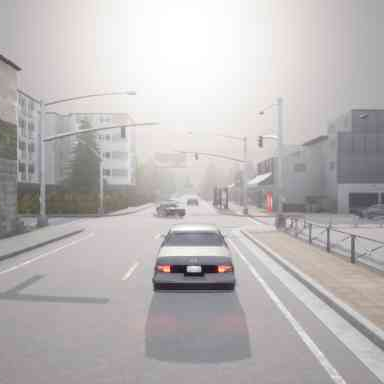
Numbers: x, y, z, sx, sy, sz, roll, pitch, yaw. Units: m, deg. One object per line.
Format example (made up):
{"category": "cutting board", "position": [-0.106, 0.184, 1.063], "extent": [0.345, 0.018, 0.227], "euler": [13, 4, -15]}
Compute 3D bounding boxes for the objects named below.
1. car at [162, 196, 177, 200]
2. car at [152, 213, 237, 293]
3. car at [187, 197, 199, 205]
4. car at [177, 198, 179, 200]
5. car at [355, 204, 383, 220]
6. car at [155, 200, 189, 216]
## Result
{"category": "car", "position": [-3.583, 1.600, 47.058], "extent": [1.895, 1.301, 4.718], "euler": [0, 0, 0]}
{"category": "car", "position": [0.062, 1.547, 8.990], "extent": [2.033, 1.411, 5.357], "euler": [0, 0, 1]}
{"category": "car", "position": [0.118, 1.525, 59.028], "extent": [1.812, 1.442, 4.674], "euler": [0, 0, 0]}
{"category": "car", "position": [-3.536, 1.525, 63.460], "extent": [1.812, 1.442, 4.674], "euler": [0, 0, 1]}
{"category": "car", "position": [16.724, 1.740, 29.382], "extent": [4.181, 1.385, 1.994], "euler": [0, 0, 0]}
{"category": "car", "position": [-2.160, 1.717, 32.106], "extent": [1.895, 1.301, 4.718], "euler": [-1, 1, -20]}
